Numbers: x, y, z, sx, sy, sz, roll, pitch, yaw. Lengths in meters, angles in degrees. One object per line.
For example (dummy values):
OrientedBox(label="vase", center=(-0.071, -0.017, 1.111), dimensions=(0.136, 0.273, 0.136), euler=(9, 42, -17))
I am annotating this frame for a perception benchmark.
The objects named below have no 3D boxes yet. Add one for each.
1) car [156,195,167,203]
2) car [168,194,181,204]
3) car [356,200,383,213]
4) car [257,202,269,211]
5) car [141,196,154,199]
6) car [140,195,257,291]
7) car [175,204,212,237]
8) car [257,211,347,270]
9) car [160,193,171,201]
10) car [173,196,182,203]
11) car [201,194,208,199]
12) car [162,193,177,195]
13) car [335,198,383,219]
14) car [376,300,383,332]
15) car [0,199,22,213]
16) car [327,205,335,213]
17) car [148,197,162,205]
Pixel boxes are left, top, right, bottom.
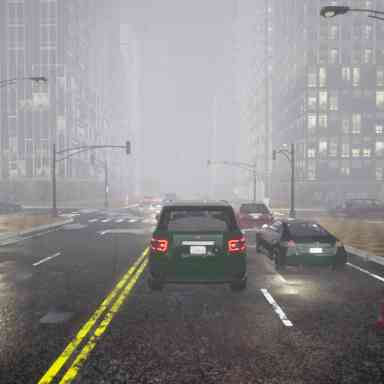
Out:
OrientedBox(label="car", center=(-6.342, 1.420, 69.161), dimensions=(1.882, 1.535, 5.008), euler=(0, 0, 0))
OrientedBox(label="car", center=(-3.173, 1.304, 61.510), dimensions=(2.097, 1.767, 4.553), euler=(0, 0, 0))
OrientedBox(label="car", center=(21.898, 1.642, 38.628), dimensions=(4.829, 1.417, 1.752), euler=(1, 0, 1))
OrientedBox(label="car", center=(3.395, 1.341, 19.814), dimensions=(2.097, 1.767, 4.553), euler=(0, 0, 0))
OrientedBox(label="car", center=(-6.509, 1.318, 49.917), dimensions=(2.097, 1.767, 4.553), euler=(0, 0, 1))
OrientedBox(label="car", center=(0.122, 1.218, 9.145), dimensions=(2.150, 2.045, 5.566), euler=(0, 0, 0))
OrientedBox(label="car", center=(0.141, 1.516, 18.948), dimensions=(1.812, 1.442, 4.674), euler=(0, 0, 2))
OrientedBox(label="car", center=(3.375, 1.559, 11.069), dimensions=(1.994, 1.385, 4.181), euler=(0, 0, 0))
OrientedBox(label="car", center=(-6.318, 1.153, 79.731), dimensions=(2.150, 2.045, 5.566), euler=(0, 0, 0))
OrientedBox(label="car", center=(-3.087, 1.535, 71.563), dimensions=(1.895, 1.301, 4.718), euler=(0, 0, 0))
OrientedBox(label="car", center=(3.460, 1.219, 91.591), dimensions=(1.882, 1.535, 5.008), euler=(0, 0, 0))
OrientedBox(label="car", center=(-3.245, 1.185, 51.699), dimensions=(2.150, 2.045, 5.566), euler=(0, 0, -1))
OrientedBox(label="car", center=(16.270, 1.519, 30.354), dimensions=(5.009, 1.841, 2.192), euler=(1, 0, 1))
OrientedBox(label="car", center=(3.355, 1.600, 2.244), dimensions=(1.895, 1.301, 4.718), euler=(0, 0, 0))
OrientedBox(label="car", center=(-19.564, 1.405, 33.616), dimensions=(4.181, 1.385, 1.994), euler=(1, 1, 1))
OrientedBox(label="car", center=(16.940, 1.679, 36.125), dimensions=(4.181, 1.385, 1.994), euler=(0, 1, 1))
OrientedBox(label="car", center=(-6.437, 1.556, 58.907), dimensions=(1.895, 1.301, 4.718), euler=(0, 0, 0))
